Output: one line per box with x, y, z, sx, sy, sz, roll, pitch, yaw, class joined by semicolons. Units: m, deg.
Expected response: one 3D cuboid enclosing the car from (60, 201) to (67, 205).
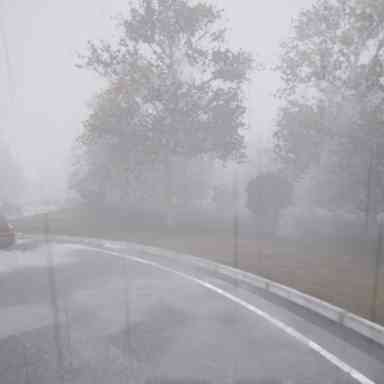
-21.422;1.450;59.405;1.882;1.535;5.008;-1;1;-7;car

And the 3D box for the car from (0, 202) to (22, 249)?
-9.353;1.422;13.391;4.553;1.767;2.097;-1;1;28;car

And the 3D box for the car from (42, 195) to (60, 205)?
-25.002;1.385;59.223;2.097;1.767;4.553;-1;0;-7;car

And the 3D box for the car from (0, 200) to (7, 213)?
-22.188;1.663;36.299;1.812;1.442;4.674;-1;0;-7;car
